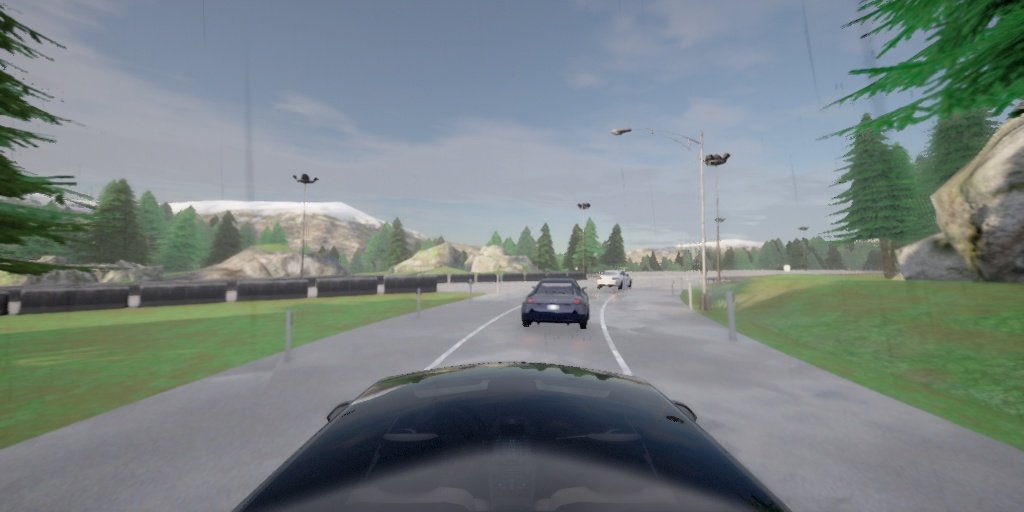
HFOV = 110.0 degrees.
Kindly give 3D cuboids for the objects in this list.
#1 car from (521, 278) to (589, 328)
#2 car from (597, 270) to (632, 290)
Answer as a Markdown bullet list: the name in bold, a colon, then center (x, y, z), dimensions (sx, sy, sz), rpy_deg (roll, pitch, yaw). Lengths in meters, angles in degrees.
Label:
- **car**: center (1.543, 1.434, 11.934), dimensions (1.994, 1.385, 4.181), rpy_deg (0, -1, 11)
- **car**: center (8.068, 1.824, 28.120), dimensions (1.812, 1.442, 4.674), rpy_deg (-1, -2, 31)
